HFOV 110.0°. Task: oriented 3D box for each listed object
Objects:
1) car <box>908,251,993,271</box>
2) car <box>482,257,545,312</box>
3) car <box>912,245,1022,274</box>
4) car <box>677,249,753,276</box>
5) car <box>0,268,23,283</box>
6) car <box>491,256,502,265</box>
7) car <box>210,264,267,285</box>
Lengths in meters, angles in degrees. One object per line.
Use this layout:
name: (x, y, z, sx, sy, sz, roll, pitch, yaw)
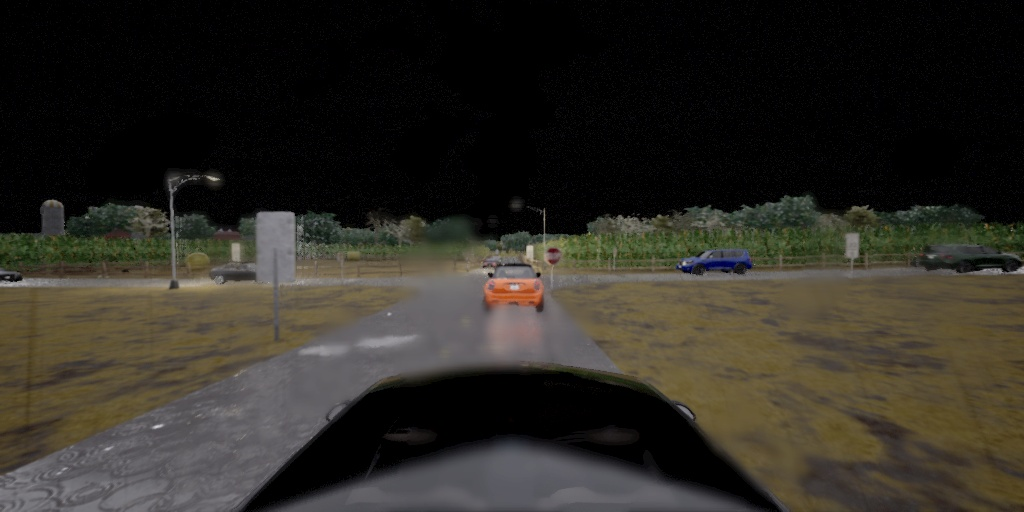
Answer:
car: (35.651, 0.384, 29.238, 4.674, 1.442, 1.812, -1, 1, 0)
car: (0.094, 1.037, 14.050, 2.097, 1.767, 4.553, 0, 0, 0)
car: (33.492, 0.198, 26.302, 5.566, 2.045, 2.150, -1, 1, 0)
car: (16.498, 0.490, 29.292, 5.566, 2.045, 2.150, -1, 1, 0)
car: (-39.274, 1.379, 26.527, 4.181, 1.385, 1.994, 0, 1, 0)
car: (-2.733, 0.745, 63.886, 1.837, 1.490, 4.892, 0, 1, 0)
car: (-19.378, 1.312, 26.458, 4.892, 1.490, 1.837, 0, 1, 0)
